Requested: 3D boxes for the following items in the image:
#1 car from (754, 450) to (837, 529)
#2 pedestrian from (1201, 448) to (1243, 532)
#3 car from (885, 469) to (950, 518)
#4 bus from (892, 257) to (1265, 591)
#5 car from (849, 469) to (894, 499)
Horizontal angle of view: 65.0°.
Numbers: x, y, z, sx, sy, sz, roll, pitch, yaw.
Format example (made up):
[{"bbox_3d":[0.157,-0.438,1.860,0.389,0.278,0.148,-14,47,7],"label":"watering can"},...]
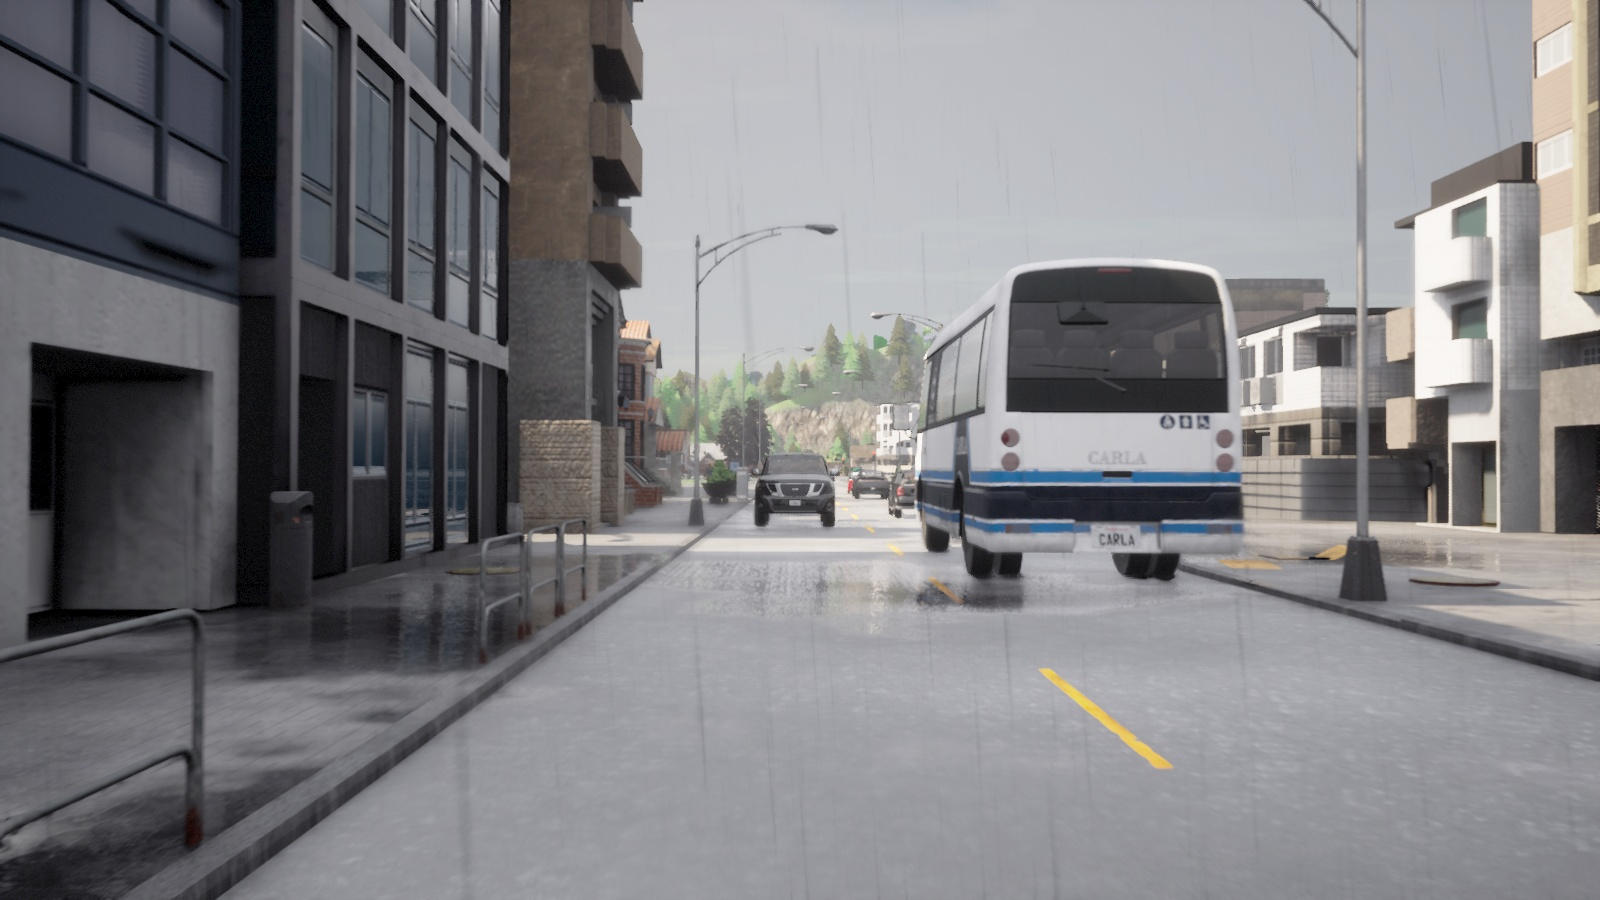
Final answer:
[{"bbox_3d":[-0.124,1.077,35.631,2.150,2.045,5.566,0,-1,0],"label":"car"},{"bbox_3d":[9.981,0.937,29.724,0.659,1.952,0.873,0,-1,-4],"label":"pedestrian"},{"bbox_3d":[3.856,1.414,41.748,1.789,1.549,3.705,0,-1,0],"label":"car"},{"bbox_3d":[3.920,-0.256,21.152,3.944,4.253,10.273,0,-1,0],"label":"bus"},{"bbox_3d":[3.770,1.779,67.082,2.128,1.511,4.902,0,-1,0],"label":"car"}]
